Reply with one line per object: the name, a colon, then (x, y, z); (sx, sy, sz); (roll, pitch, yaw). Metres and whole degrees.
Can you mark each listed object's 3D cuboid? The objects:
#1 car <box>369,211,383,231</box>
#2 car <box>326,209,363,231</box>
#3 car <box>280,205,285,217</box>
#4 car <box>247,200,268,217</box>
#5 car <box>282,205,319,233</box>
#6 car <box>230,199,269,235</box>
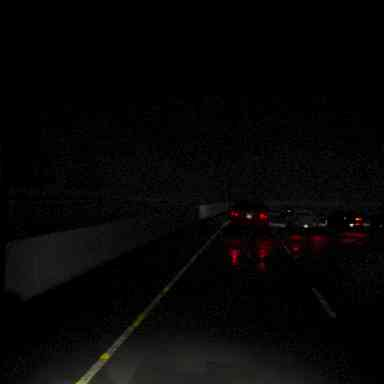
car: (15.188, 2.205, 25.461); (2.128, 1.511, 4.902); (2, 0, 12)
car: (11.645, 2.087, 25.597); (1.837, 1.490, 4.892); (2, 0, 11)
car: (11.323, 2.195, 39.108); (2.033, 1.411, 5.357); (2, 0, 15)
car: (7.863, 1.873, 39.645); (2.097, 1.767, 4.553); (2, 0, 15)
car: (7.603, 1.942, 23.144); (1.812, 1.442, 4.674); (2, 0, 11)
car: (3.671, 1.481, 21.195); (2.150, 2.045, 5.566); (2, 0, 10)
